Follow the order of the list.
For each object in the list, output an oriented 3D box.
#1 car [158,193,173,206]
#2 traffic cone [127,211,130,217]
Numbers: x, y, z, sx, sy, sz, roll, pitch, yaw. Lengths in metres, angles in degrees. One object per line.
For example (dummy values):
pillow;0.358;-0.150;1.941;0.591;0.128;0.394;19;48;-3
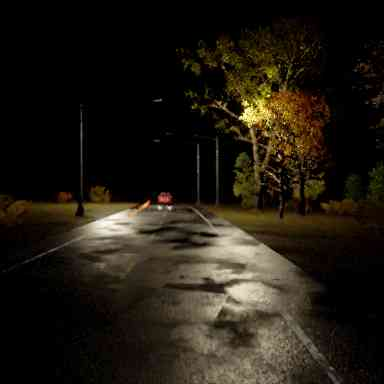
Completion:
car;-4.429;1.179;54.583;2.150;2.045;5.566;0;0;-5
traffic cone;-5.661;1.958;29.780;0.340;0.580;0.340;0;0;-3
